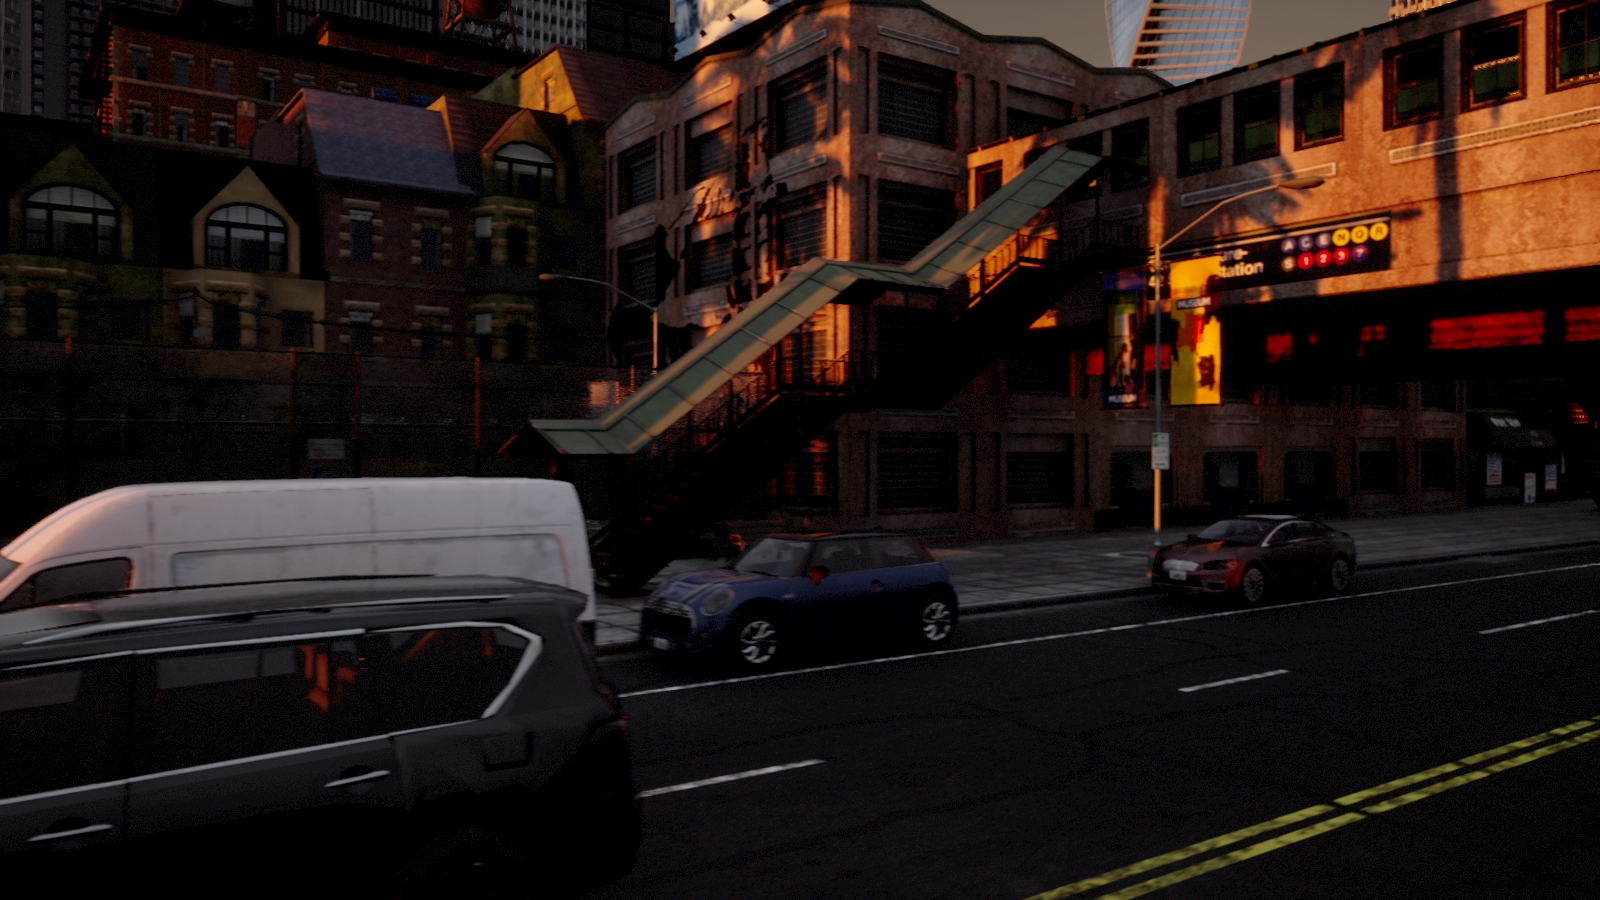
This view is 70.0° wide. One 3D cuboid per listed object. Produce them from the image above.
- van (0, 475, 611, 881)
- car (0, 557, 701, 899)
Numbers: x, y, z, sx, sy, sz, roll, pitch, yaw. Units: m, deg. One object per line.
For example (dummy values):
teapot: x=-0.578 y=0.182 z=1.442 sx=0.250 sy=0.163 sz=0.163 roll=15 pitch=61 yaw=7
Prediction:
van: x=-4.637 y=1.534 z=9.080 sx=5.915 sy=2.561 sz=1.988 roll=0 pitch=0 yaw=-35
car: x=-3.451 y=1.779 z=5.637 sx=5.566 sy=2.045 sz=2.150 roll=0 pitch=0 yaw=-35
